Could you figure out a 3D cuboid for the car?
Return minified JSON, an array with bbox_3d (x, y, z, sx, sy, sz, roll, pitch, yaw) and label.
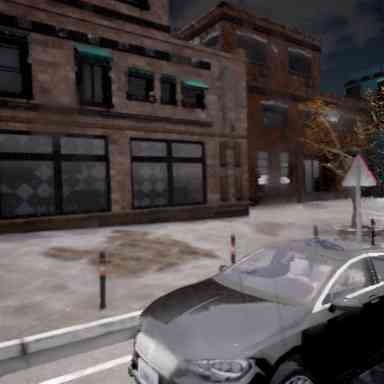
[{"bbox_3d":[1.590,1.453,4.504,4.902,1.511,2.128,1,0,-35],"label":"car"}]
